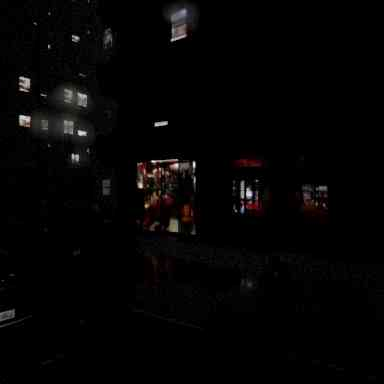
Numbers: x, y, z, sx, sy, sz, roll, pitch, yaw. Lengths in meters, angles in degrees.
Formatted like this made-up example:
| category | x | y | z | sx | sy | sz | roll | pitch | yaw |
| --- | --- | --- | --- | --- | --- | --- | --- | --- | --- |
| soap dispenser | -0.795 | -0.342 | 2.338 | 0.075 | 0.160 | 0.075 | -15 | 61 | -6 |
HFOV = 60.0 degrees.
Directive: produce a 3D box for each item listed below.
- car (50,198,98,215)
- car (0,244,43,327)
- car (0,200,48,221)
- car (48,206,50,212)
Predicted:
| category | x | y | z | sx | sy | sz | roll | pitch | yaw |
| --- | --- | --- | --- | --- | --- | --- | --- | --- | --- |
| car | -10.904 | 1.250 | 30.513 | 1.752 | 1.417 | 4.829 | 1 | 1 | 35 |
| car | -4.463 | 1.551 | 6.069 | 4.403 | 1.369 | 2.008 | 0 | 0 | 36 |
| car | -13.210 | 1.376 | 22.972 | 2.033 | 1.411 | 5.357 | 0 | 1 | 38 |
| car | -13.999 | 1.350 | 26.092 | 2.008 | 1.369 | 4.403 | 1 | 1 | 35 |
